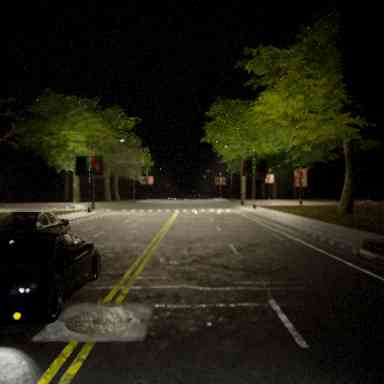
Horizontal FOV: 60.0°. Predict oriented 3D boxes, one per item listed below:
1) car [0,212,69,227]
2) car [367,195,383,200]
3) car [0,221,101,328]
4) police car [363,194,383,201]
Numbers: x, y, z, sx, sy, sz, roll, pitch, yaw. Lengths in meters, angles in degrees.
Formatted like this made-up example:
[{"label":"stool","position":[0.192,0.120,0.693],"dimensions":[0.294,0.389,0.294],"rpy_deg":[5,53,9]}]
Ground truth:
[{"label":"car","position":[-6.598,1.526,13.421],"dimensions":[2.033,1.411,5.357],"rpy_deg":[0,0,0]},{"label":"car","position":[45.979,1.352,82.863],"dimensions":[4.181,1.385,1.994],"rpy_deg":[0,0,-23]},{"label":"car","position":[-3.349,1.551,6.995],"dimensions":[1.994,1.385,4.181],"rpy_deg":[0,0,0]},{"label":"police car","position":[42.134,1.251,77.668],"dimensions":[5.238,1.638,1.930],"rpy_deg":[0,0,-23]}]
